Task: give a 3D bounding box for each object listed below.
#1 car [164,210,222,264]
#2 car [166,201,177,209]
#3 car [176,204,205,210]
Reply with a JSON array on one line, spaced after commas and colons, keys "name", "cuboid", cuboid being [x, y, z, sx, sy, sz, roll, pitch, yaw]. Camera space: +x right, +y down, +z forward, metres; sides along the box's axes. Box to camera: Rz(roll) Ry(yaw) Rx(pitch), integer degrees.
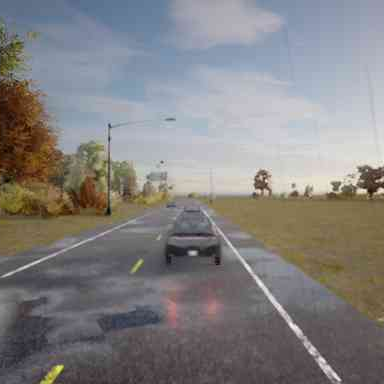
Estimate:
[{"name": "car", "cuboid": [0.048, 1.631, 12.320, 2.128, 1.511, 4.902, 0, -1, 0]}, {"name": "car", "cuboid": [-3.531, 2.204, 58.525, 2.033, 1.411, 5.357, 0, -1, 1]}, {"name": "car", "cuboid": [0.050, 1.799, 27.334, 2.128, 1.511, 4.902, 0, -1, 0]}]
